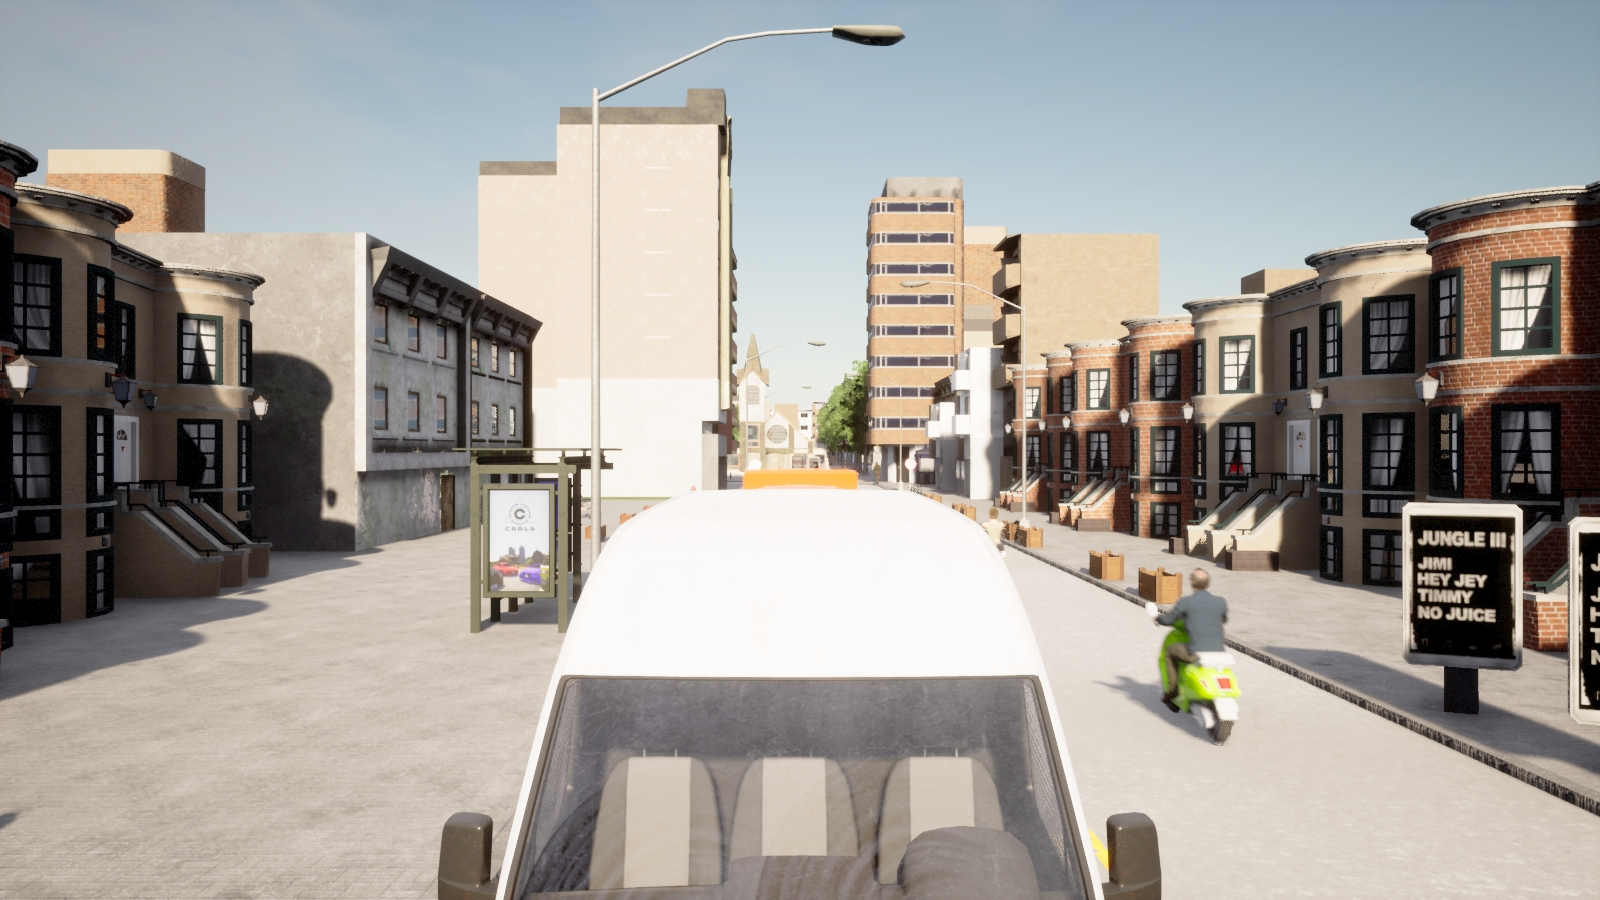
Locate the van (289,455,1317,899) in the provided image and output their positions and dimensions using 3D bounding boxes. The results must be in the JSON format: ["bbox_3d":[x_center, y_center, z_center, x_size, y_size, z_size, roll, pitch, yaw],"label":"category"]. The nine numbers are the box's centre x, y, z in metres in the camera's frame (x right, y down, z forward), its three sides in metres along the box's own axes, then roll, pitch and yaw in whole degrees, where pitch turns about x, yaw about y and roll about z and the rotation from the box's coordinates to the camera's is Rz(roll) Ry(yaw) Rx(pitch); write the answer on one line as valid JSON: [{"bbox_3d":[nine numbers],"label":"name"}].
[{"bbox_3d":[0.007,1.317,5.167,1.988,2.561,5.915,0,0,0],"label":"van"}]

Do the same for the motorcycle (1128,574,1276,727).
[{"bbox_3d":[4.002,1.967,11.546,0.856,1.236,1.805,0,0,0],"label":"motorcycle"}]

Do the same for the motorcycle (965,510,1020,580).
[{"bbox_3d":[4.006,1.959,23.982,0.764,1.277,2.356,0,0,0],"label":"motorcycle"}]
